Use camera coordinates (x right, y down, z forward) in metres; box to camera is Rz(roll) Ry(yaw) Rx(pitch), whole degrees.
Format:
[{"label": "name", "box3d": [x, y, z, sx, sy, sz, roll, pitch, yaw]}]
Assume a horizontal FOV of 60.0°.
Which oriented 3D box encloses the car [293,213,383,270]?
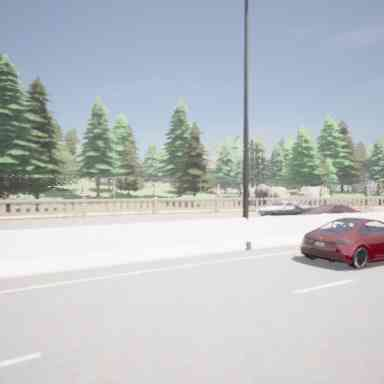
[{"label": "car", "box3d": [5.609, 1.541, 10.992, 4.181, 1.385, 1.994, 0, 0, -29]}]
